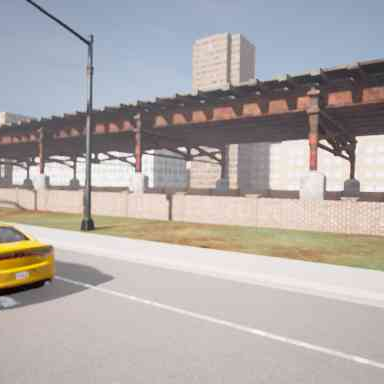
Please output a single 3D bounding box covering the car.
[{"bbox_3d":[-5.218,1.409,7.721,5.008,1.535,1.882,0,0,36],"label":"car"}]
